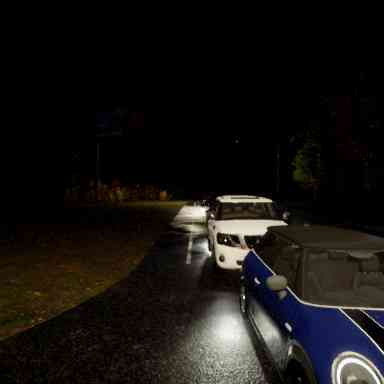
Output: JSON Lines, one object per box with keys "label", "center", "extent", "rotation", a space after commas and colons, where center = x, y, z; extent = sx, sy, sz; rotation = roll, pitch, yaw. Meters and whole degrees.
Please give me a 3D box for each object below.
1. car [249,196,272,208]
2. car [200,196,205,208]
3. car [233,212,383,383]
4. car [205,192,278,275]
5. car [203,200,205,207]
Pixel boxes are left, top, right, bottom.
{"label": "car", "center": [9.092, 1.318, 44.527], "extent": [2.033, 1.411, 5.357], "rotation": [0, 0, 1]}
{"label": "car", "center": [2.098, 1.279, 43.505], "extent": [1.837, 1.490, 4.892], "rotation": [0, 0, 1]}
{"label": "car", "center": [1.932, 1.338, 4.208], "extent": [2.097, 1.767, 4.553], "rotation": [0, 0, -1]}
{"label": "car", "center": [1.654, 1.160, 10.552], "extent": [2.150, 2.045, 5.566], "rotation": [0, 0, 1]}
{"label": "car", "center": [1.741, 1.378, 17.940], "extent": [1.882, 1.535, 5.008], "rotation": [0, 0, 1]}
